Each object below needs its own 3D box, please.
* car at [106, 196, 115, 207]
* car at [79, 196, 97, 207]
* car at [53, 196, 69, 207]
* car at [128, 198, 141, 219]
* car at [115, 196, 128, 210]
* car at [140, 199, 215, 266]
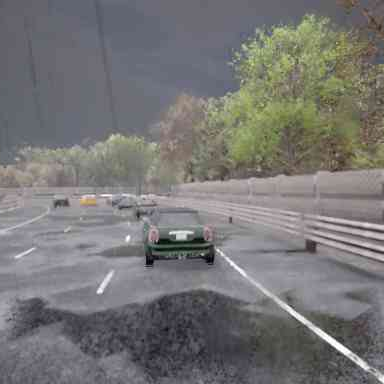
[{"bbox_3d":[-10.971,1.309,47.572,1.837,1.490,4.892,0,1,-26],"label":"car"},{"bbox_3d":[-14.994,1.295,47.744,1.882,1.535,5.008,0,1,-26],"label":"car"},{"bbox_3d":[-18.533,1.313,46.971,1.882,1.535,5.008,0,1,-27],"label":"car"},{"bbox_3d":[-3.879,1.366,27.749,2.128,1.511,4.902,0,0,-15],"label":"car"},{"bbox_3d":[-7.808,1.393,39.919,1.994,1.385,4.181,0,0,-16],"label":"car"},{"bbox_3d":[-0.633,1.296,11.618,2.097,1.767,4.553,0,0,-9],"label":"car"}]
